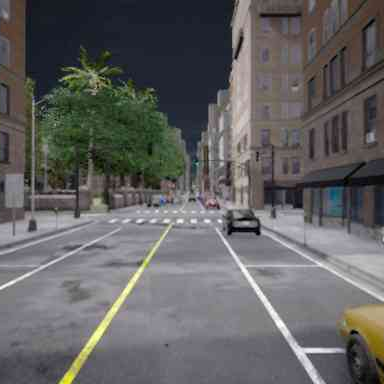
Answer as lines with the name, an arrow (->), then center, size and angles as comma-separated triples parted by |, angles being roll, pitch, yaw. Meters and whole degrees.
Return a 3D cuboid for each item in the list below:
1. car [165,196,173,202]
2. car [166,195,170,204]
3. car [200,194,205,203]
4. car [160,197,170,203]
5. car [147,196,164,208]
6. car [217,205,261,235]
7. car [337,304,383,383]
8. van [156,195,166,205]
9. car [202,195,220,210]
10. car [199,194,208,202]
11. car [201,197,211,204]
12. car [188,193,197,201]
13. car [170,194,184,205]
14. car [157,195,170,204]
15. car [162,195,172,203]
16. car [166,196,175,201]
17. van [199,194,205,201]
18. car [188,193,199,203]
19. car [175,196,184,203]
car -> -5.734, 1.733, 83.149 | 1.887, 1.381, 4.507 | 0, 0, 0
car -> -5.766, 1.577, 61.520 | 1.967, 1.590, 4.097 | 0, 0, 0
car -> 2.744, 1.426, 50.676 | 2.192, 1.841, 5.009 | 0, 0, 0
car -> -5.750, 1.745, 72.334 | 1.802, 1.307, 4.206 | 0, 0, 0
car -> -5.782, 1.677, 50.705 | 1.947, 1.339, 4.313 | 0, 0, 0
car -> 2.697, 1.601, 18.702 | 1.947, 1.339, 4.313 | 0, 0, 0
car -> 2.674, 1.529, 2.350 | 1.752, 1.417, 4.829 | 0, 0, 0
van -> -5.773, 1.465, 56.112 | 1.690, 1.788, 3.998 | 0, 0, 0
car -> 2.736, 1.538, 45.267 | 1.967, 1.590, 4.097 | 0, 0, 0
car -> 2.792, 1.503, 83.125 | 2.192, 1.841, 5.009 | 0, 0, 0
car -> 2.767, 1.731, 66.900 | 1.802, 1.307, 4.206 | 0, 0, 0
car -> 0.127, 1.254, 86.734 | 2.150, 2.045, 5.566 | 0, 0, 0
car -> -2.935, 1.631, 62.369 | 2.128, 1.511, 4.902 | 0, 0, 1
car -> -5.758, 1.465, 66.927 | 2.192, 1.841, 5.009 | 0, 0, 0
car -> -5.742, 1.616, 77.742 | 1.967, 1.590, 4.097 | 0, 0, 0
car -> -5.726, 1.752, 88.556 | 2.008, 1.369, 4.403 | 0, 0, 0
van -> 2.807, 1.555, 93.942 | 1.690, 1.788, 3.998 | 0, 0, 0
car -> 0.112, 1.664, 76.283 | 1.837, 1.490, 4.892 | 0, 0, 0
car -> -2.886, 1.721, 77.664 | 1.994, 1.385, 4.181 | 0, 0, 0
